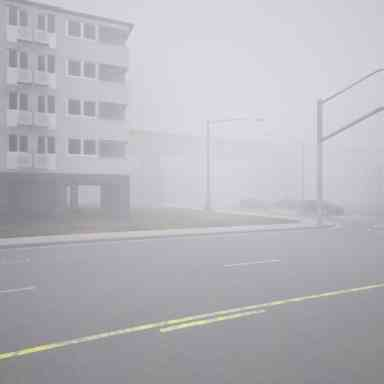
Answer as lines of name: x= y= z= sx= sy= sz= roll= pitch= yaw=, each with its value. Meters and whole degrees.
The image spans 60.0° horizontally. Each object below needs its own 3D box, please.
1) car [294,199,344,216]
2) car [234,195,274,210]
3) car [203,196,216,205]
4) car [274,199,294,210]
car: x=12.926 y=1.505 z=33.439 sx=1.837 sy=1.490 sz=4.892 roll=0 pitch=0 yaw=-25
car: x=8.081 y=1.490 z=43.807 sx=2.128 sy=1.511 sz=4.902 roll=0 pitch=0 yaw=-25
car: x=2.970 y=1.506 z=57.857 sx=1.837 sy=1.490 sz=4.892 roll=-1 pitch=0 yaw=-4
car: x=12.444 y=1.547 z=43.156 sx=2.033 sy=1.411 sz=5.357 roll=0 pitch=0 yaw=-25
